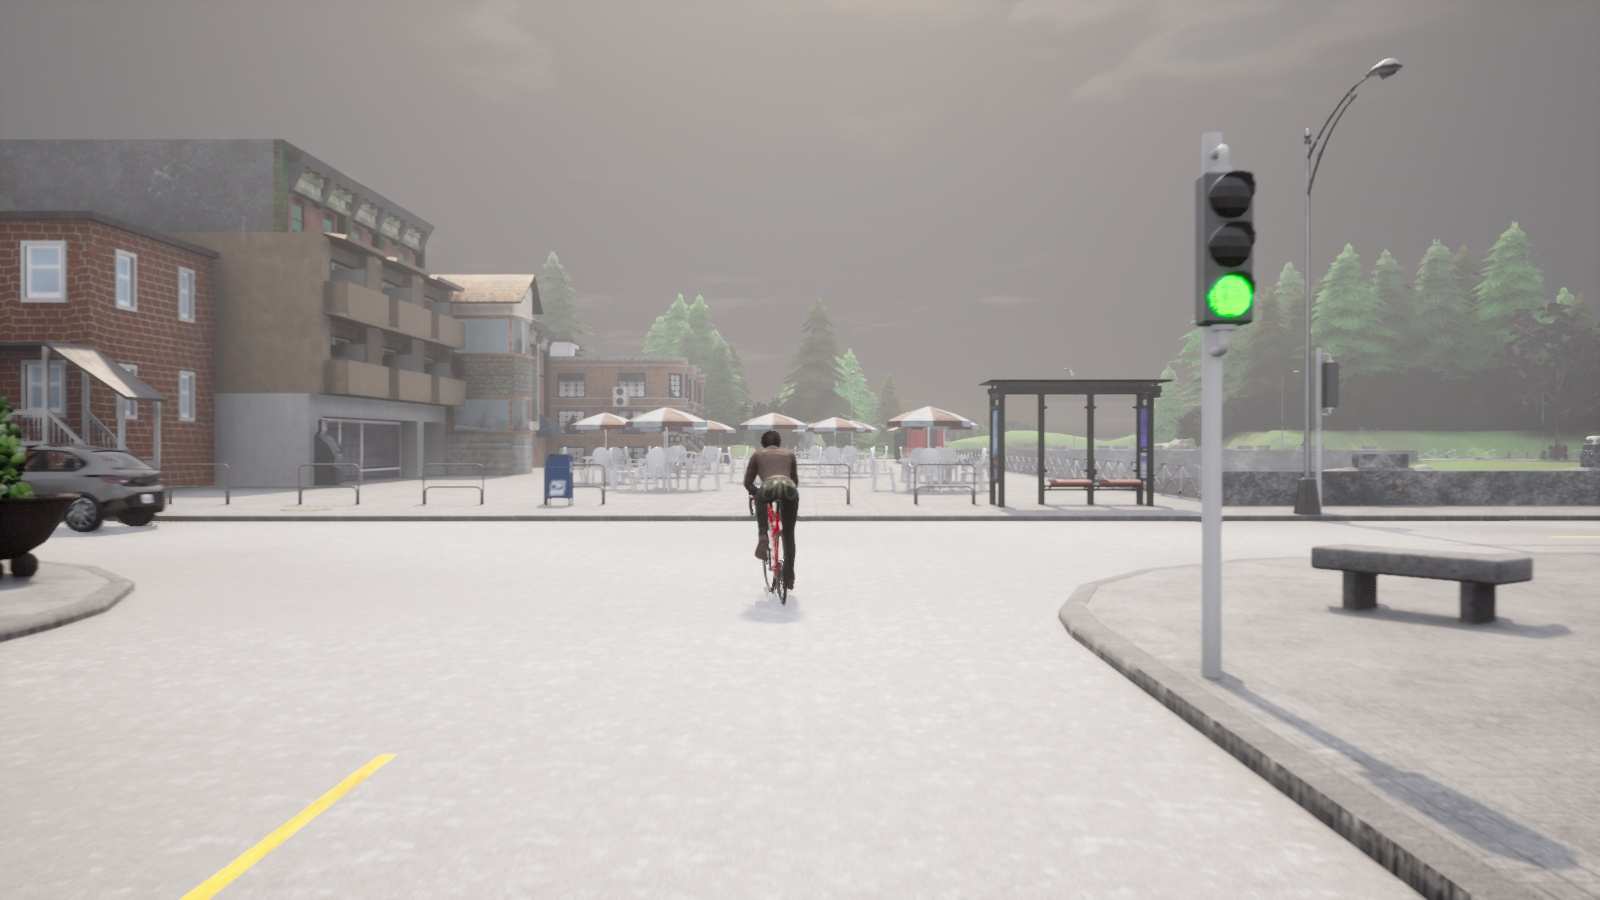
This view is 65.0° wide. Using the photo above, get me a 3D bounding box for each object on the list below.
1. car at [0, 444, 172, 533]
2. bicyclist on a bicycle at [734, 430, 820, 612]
[{"bbox_3d":[-13.439,0.627,21.782,4.193,1.474,1.816,0,0,3],"label":"car"},{"bbox_3d":[-0.250,0.631,12.069,0.582,1.620,1.656,-1,0,-9],"label":"bicyclist on a bicycle"}]
